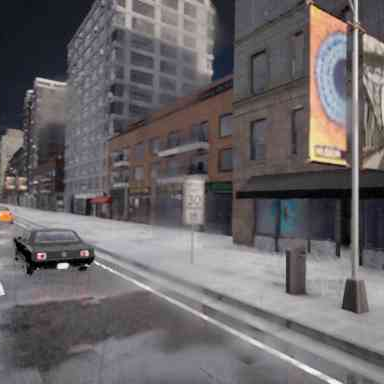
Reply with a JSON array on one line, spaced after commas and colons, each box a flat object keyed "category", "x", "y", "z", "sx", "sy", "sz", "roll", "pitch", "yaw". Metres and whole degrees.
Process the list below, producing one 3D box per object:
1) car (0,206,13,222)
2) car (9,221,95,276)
[{"category": "car", "x": -18.311, "y": 2.090, "z": 31.498, "sx": 2.097, "sy": 1.767, "sz": 4.553, "roll": 3, "pitch": -2, "yaw": -34}, {"category": "car", "x": -5.017, "y": 1.918, "z": 11.615, "sx": 1.895, "sy": 1.301, "sz": 4.718, "roll": 3, "pitch": -2, "yaw": -34}]
